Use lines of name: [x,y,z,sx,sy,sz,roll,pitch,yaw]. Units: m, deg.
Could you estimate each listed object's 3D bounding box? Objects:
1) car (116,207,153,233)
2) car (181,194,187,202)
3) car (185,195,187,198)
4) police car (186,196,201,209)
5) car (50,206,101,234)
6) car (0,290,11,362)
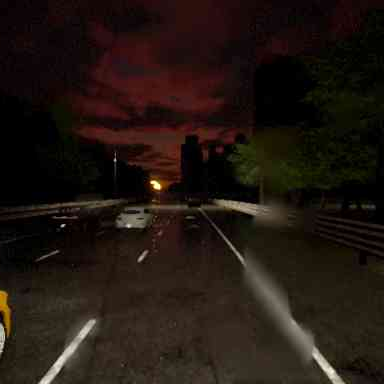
car: [-3.510,1.664,20.726,1.812,1.442,4.674,0,0,-1]
car: [-1.688,1.763,86.203,2.097,1.767,4.553,0,0,-2]
car: [-0.046,1.929,68.872,1.882,1.535,5.008,0,0,-2]
police car: [0.400,1.779,52.917,1.930,1.638,5.238,0,0,-1]
car: [-7.007,1.629,20.440,2.128,1.511,4.902,0,0,-1]
car: [-3.408,1.496,2.567,1.882,1.535,5.008,0,0,0]
